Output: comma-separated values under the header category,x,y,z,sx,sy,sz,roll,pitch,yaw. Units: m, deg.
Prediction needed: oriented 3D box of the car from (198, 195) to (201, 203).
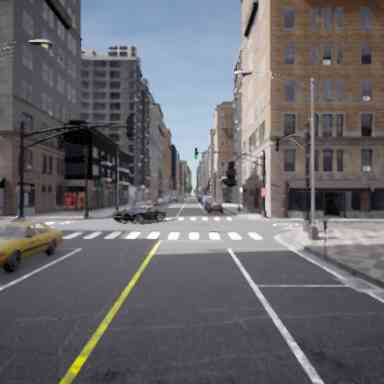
category,x,y,z,sx,sy,sz,roll,pitch,yaw
car,2.671,1.596,60.847,2.192,1.841,5.009,1,0,0

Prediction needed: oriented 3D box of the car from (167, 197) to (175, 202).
category,x,y,z,sx,sy,sz,roll,pitch,yaw
car,-5.861,2.014,94.889,1.947,1.339,4.313,1,0,0

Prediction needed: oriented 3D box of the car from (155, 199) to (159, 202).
category,x,y,z,sx,sy,sz,roll,pitch,yaw
car,-5.855,1.745,43.834,1.887,1.381,4.507,1,0,0

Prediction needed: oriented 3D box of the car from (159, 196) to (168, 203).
category,x,y,z,sx,sy,sz,roll,pitch,yaw
car,-5.857,1.862,60.852,1.802,1.307,4.206,1,0,0

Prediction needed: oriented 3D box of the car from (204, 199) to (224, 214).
category,x,y,z,sx,sy,sz,roll,pitch,yaw
car,2.671,1.756,38.152,1.802,1.307,4.206,1,0,0

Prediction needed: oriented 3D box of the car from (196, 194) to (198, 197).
category,x,y,z,sx,sy,sz,roll,pitch,yaw
car,2.665,1.947,89.382,1.752,1.417,4.829,1,0,0

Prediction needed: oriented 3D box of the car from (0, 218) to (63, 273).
category,x,y,z,sx,sy,sz,roll,pitch,yaw
car,-5.851,1.575,10.971,1.752,1.417,4.829,1,0,0

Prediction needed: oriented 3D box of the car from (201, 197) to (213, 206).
category,x,y,z,sx,sy,sz,roll,pitch,yaw
car,2.670,1.809,49.499,1.802,1.307,4.206,1,0,0

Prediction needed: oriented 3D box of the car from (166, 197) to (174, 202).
category,x,y,z,sx,sy,sz,roll,pitch,yaw
car,-5.860,1.971,89.216,2.008,1.369,4.403,1,0,0

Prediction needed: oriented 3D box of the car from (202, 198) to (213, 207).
category,x,y,z,sx,sy,sz,roll,pitch,yaw
car,2.670,1.782,43.826,1.802,1.307,4.206,1,0,0

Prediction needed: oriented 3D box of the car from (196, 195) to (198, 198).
category,x,y,z,sx,sy,sz,roll,pitch,yaw
car,2.666,1.958,83.539,1.947,1.339,4.313,1,0,0

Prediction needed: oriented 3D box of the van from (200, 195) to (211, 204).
category,x,y,z,sx,sy,sz,roll,pitch,yaw
van,2.671,1.595,55.174,1.690,1.788,3.998,1,0,0

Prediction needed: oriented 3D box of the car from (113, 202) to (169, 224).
category,x,y,z,sx,sy,sz,roll,pitch,yaw
car,-3.936,1.728,25.819,1.895,1.301,4.718,1,0,28

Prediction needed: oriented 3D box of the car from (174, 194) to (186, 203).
category,x,y,z,sx,sy,sz,roll,pitch,yaw
car,-3.009,1.884,81.906,1.837,1.490,4.892,0,0,0

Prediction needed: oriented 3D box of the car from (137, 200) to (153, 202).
category,x,y,z,sx,sy,sz,roll,pitch,yaw
car,-5.854,1.719,38.161,1.887,1.381,4.507,1,0,0

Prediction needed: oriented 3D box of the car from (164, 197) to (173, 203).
category,x,y,z,sx,sy,sz,roll,pitch,yaw
car,-5.860,1.974,83.543,1.802,1.307,4.206,1,0,0

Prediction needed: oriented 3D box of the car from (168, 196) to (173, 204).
category,x,y,z,sx,sy,sz,roll,pitch,yaw
car,-5.857,1.776,72.198,1.967,1.590,4.097,1,0,0
